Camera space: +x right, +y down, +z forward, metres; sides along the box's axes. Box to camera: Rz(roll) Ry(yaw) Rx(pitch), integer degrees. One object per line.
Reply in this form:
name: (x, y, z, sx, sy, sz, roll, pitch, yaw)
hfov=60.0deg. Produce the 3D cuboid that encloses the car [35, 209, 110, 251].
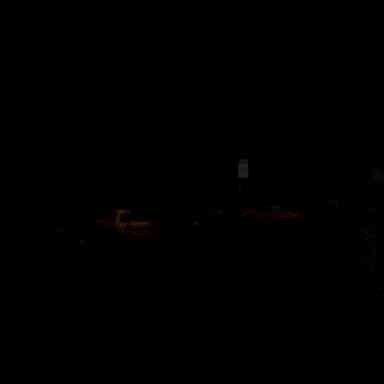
car: (-5.674, 1.541, 14.713, 2.163, 1.488, 4.792, 1, 0, -35)

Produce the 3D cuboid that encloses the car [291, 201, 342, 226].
car: (7.896, 1.671, 24.391, 2.231, 1.521, 4.892, 1, 0, -36)

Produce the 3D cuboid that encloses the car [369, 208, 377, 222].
car: (12.434, 1.751, 27.602, 2.163, 1.488, 4.792, 1, 0, -36)

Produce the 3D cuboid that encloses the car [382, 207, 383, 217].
car: (21.468, 1.820, 34.081, 2.231, 1.521, 4.892, 1, 0, -36)

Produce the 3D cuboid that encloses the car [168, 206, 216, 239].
car: (-1.175, 1.594, 17.976, 2.163, 1.488, 4.792, 1, 0, -35)

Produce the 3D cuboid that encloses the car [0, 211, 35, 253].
car: (-7.940, 1.516, 13.106, 2.163, 1.488, 4.792, 1, 0, -35)

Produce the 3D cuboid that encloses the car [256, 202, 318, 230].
car: (5.627, 1.644, 22.785, 2.097, 1.535, 5.008, 1, 0, -36)

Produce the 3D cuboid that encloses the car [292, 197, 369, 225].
car: (10.173, 1.444, 25.989, 2.435, 2.045, 5.566, 1, 0, -36)

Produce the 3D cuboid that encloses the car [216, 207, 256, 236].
car: (1.004, 1.590, 19.493, 2.097, 1.535, 5.008, 1, 0, -35)

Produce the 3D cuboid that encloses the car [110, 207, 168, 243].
car: (-3.531, 1.535, 16.496, 1.946, 1.575, 5.366, 1, 0, -35)
